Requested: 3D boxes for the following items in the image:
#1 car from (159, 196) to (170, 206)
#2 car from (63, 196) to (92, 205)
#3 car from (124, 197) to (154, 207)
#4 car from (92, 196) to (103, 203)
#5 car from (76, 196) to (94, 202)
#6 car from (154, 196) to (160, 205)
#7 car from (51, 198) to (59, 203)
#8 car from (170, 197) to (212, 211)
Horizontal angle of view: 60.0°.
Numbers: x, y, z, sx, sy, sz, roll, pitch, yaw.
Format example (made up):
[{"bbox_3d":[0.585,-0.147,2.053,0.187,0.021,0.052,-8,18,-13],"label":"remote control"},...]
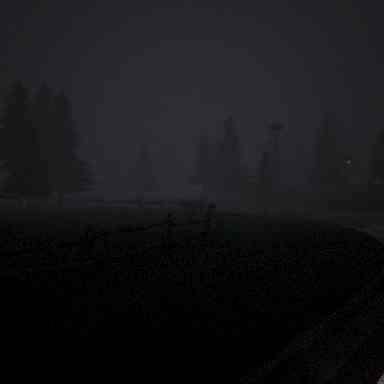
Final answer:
[{"bbox_3d":[-2.276,1.478,51.709,5.008,1.535,1.882,0,0,41],"label":"car"},{"bbox_3d":[-20.033,1.351,57.836,4.553,1.767,2.097,0,0,41],"label":"car"},{"bbox_3d":[-8.728,1.505,52.668,4.892,1.490,1.837,0,0,41],"label":"car"},{"bbox_3d":[-19.770,1.565,66.871,4.181,1.385,1.994,0,0,41],"label":"car"},{"bbox_3d":[-24.073,1.553,75.101,4.181,1.385,1.994,0,0,41],"label":"car"},{"bbox_3d":[-6.393,1.477,59.908,5.008,1.535,1.882,0,0,41],"label":"car"},{"bbox_3d":[-27.152,1.354,68.533,4.553,1.767,2.097,0,0,41],"label":"car"},{"bbox_3d":[0.136,1.492,40.354,4.902,1.511,2.128,0,0,41],"label":"car"}]
